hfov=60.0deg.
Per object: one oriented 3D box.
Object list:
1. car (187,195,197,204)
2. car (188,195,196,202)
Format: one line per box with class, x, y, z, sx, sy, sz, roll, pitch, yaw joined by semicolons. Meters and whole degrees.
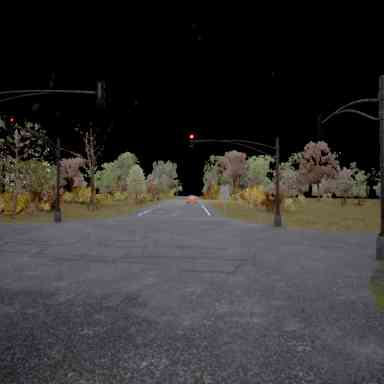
car;0.019;1.424;67.978;2.097;1.767;4.553;0;0;0
car;0.022;1.449;78.014;1.812;1.442;4.674;0;0;0
